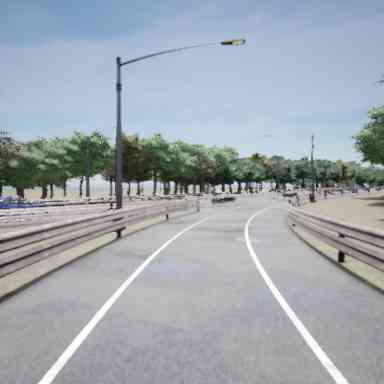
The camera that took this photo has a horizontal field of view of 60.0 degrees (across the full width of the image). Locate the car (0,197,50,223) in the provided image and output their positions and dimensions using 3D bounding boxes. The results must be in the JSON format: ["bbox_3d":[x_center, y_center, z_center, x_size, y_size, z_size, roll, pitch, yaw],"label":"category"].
[{"bbox_3d":[-15.573,1.478,29.491,2.150,2.045,5.566,0,1,42],"label":"car"}]

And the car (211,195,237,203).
[{"bbox_3d":[5.097,1.101,52.777,1.895,1.301,4.718,0,2,42],"label":"car"}]

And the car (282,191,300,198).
[{"bbox_3d":[21.095,0.463,70.796,1.895,1.301,4.718,0,2,42],"label":"car"}]
